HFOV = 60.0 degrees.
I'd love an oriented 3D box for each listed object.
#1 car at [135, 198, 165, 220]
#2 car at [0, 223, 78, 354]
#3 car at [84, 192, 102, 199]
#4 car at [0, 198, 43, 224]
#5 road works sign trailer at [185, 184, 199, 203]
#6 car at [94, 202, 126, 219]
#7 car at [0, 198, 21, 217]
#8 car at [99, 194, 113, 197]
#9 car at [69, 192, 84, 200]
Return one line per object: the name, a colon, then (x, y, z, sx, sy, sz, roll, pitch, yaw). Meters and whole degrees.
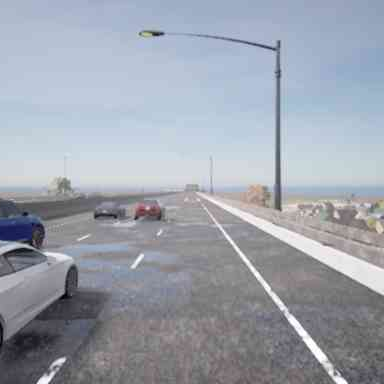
car: (-3.388, 1.284, 27.536, 2.097, 1.767, 4.553, 0, 0, 0)
car: (-3.396, 1.513, 5.389, 1.812, 1.442, 4.674, 0, 0, 0)
car: (-20.969, 0.958, 72.349, 2.150, 2.045, 5.566, 0, 0, 0)
car: (-6.894, 1.196, 10.807, 2.150, 2.045, 5.566, 0, 0, 0)
road works sign trailer: (0.027, 0.286, 63.006, 2.380, 3.560, 2.880, 0, 0, 0)
car: (-6.888, 1.494, 28.267, 1.994, 1.385, 4.181, 0, 0, 0)
car: (-17.581, 1.404, 29.812, 1.882, 1.535, 5.008, 0, 0, 0)
car: (-17.470, 1.360, 70.124, 1.895, 1.301, 4.718, 0, 0, 0)
car: (-24.469, 0.973, 71.517, 2.150, 2.045, 5.566, 0, 0, 0)
